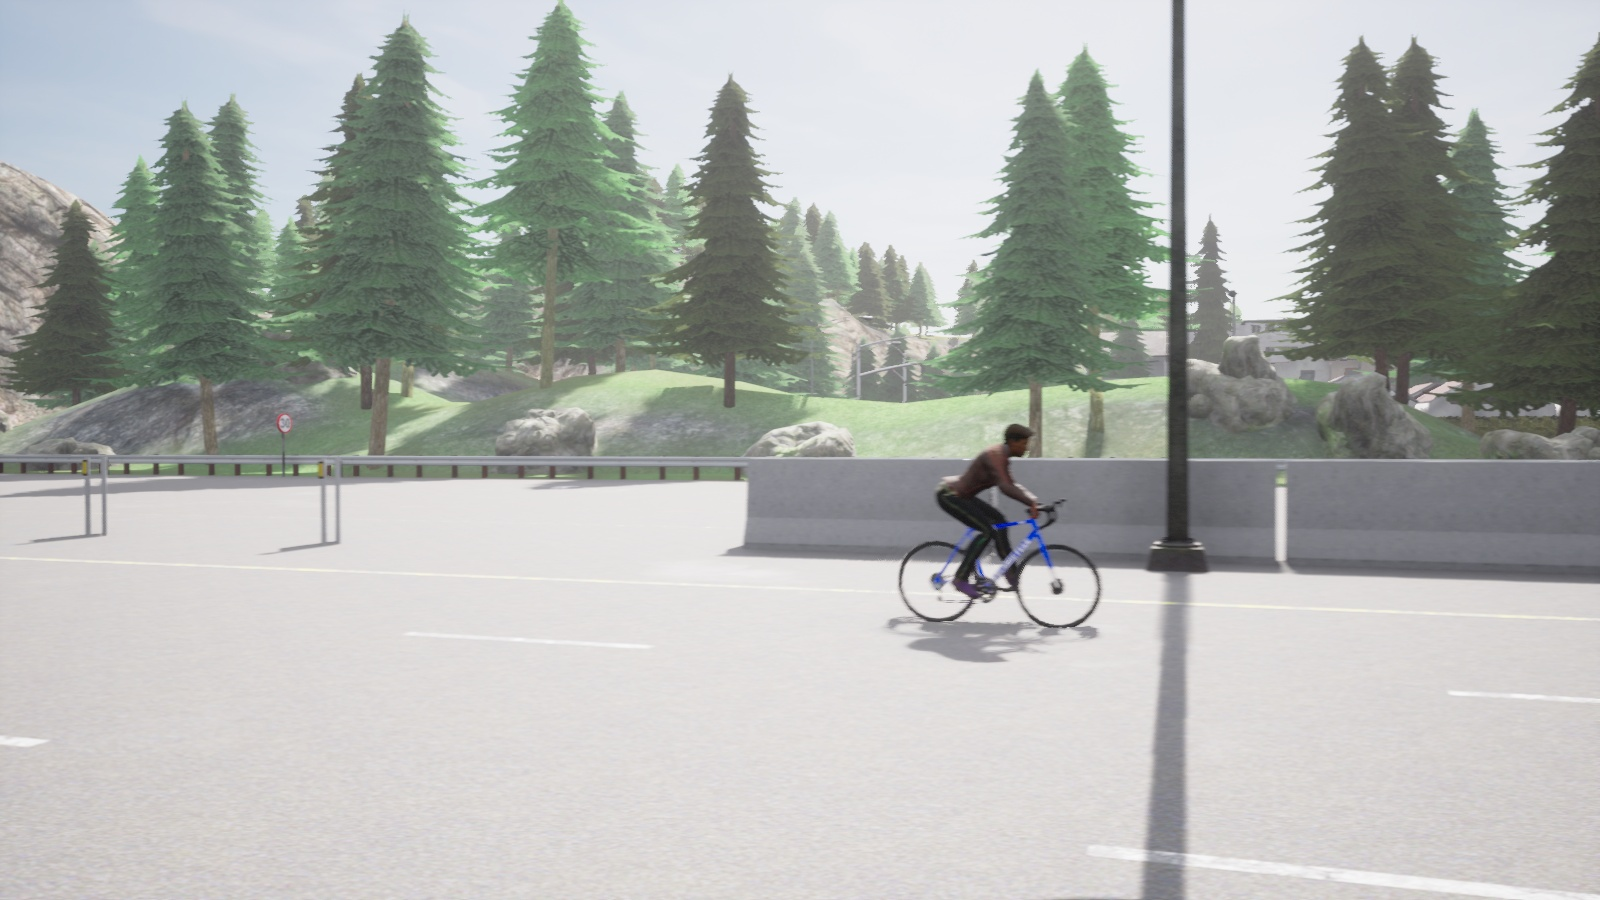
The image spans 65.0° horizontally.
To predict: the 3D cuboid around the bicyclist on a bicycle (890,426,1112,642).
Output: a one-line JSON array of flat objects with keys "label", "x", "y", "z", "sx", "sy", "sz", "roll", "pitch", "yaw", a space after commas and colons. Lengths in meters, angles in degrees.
[{"label": "bicyclist on a bicycle", "x": 1.607, "y": 0.625, "z": 10.037, "sx": 1.656, "sy": 1.620, "sz": 0.582, "roll": 1, "pitch": 1, "yaw": 19}]
